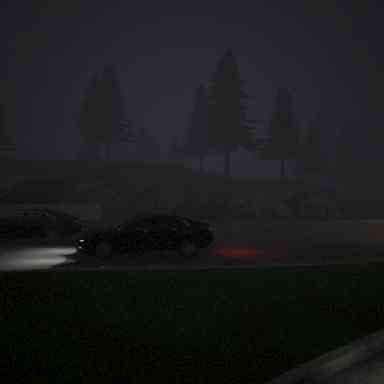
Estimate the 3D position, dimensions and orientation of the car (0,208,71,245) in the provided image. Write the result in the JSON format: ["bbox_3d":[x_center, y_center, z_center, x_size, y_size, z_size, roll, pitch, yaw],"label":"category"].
[{"bbox_3d":[-7.457,1.507,14.989,4.902,1.511,2.128,0,0,-7],"label":"car"}]

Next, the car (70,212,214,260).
[{"bbox_3d":[-1.635,1.535,12.227,4.892,1.490,1.837,-1,0,-8],"label":"car"}]
